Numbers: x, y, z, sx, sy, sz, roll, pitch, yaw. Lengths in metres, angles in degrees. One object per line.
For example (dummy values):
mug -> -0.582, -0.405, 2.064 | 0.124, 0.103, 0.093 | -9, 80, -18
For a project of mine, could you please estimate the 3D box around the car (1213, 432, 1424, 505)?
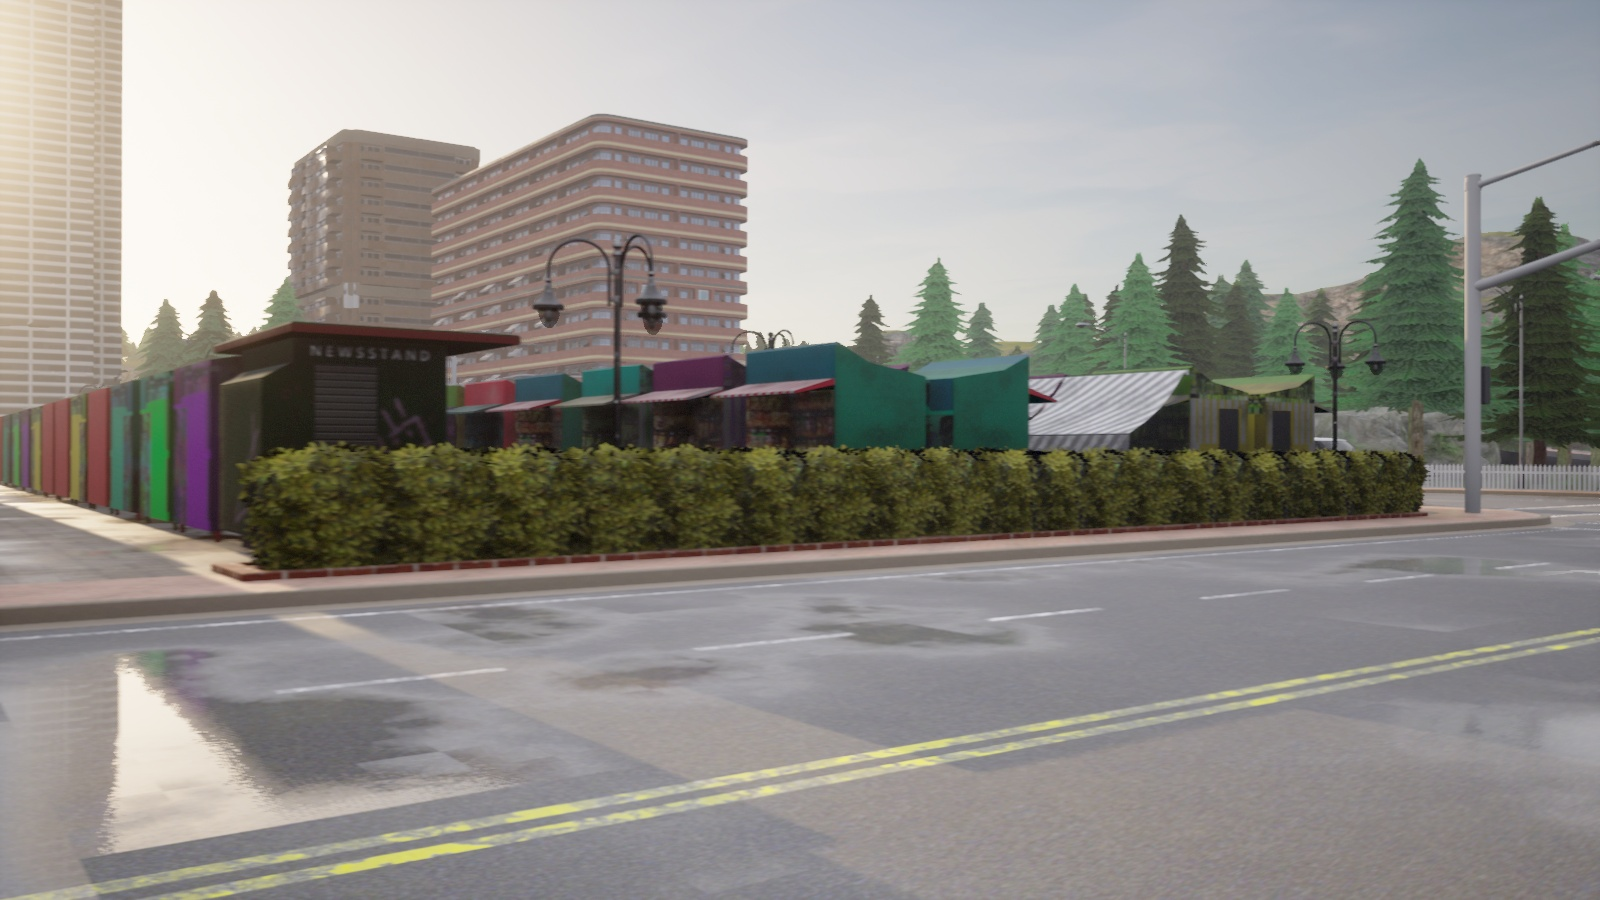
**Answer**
car -> 15.490, 0.524, 37.818 | 2.150, 2.045, 5.566 | 0, 0, -36
